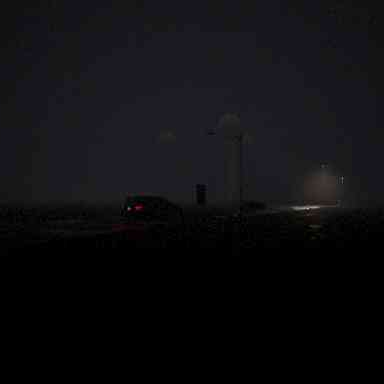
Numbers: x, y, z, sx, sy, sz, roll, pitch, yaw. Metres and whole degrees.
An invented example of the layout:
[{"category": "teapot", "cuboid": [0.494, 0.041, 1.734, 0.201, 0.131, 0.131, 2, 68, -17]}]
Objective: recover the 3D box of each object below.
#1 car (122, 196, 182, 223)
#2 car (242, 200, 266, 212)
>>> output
[{"category": "car", "cuboid": [-3.093, 1.339, 26.753, 2.150, 2.045, 5.566, 1, 0, 35]}, {"category": "car", "cuboid": [7.761, 1.704, 41.987, 2.128, 1.511, 4.902, 1, 0, 36]}]
